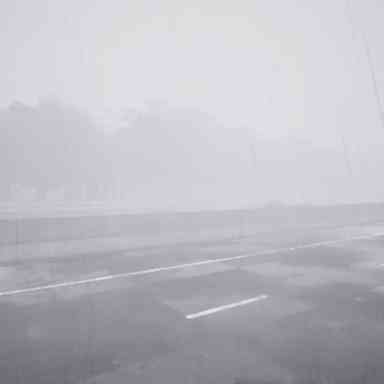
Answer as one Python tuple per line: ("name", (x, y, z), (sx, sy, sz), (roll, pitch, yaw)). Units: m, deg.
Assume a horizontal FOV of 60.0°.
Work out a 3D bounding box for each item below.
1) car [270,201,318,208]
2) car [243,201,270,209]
("car", (8.961, 1.466, 27.461), (4.674, 1.442, 1.812), (0, 0, -36))
("car", (6.999, 1.487, 30.360), (5.357, 1.411, 2.033), (0, 0, -36))
